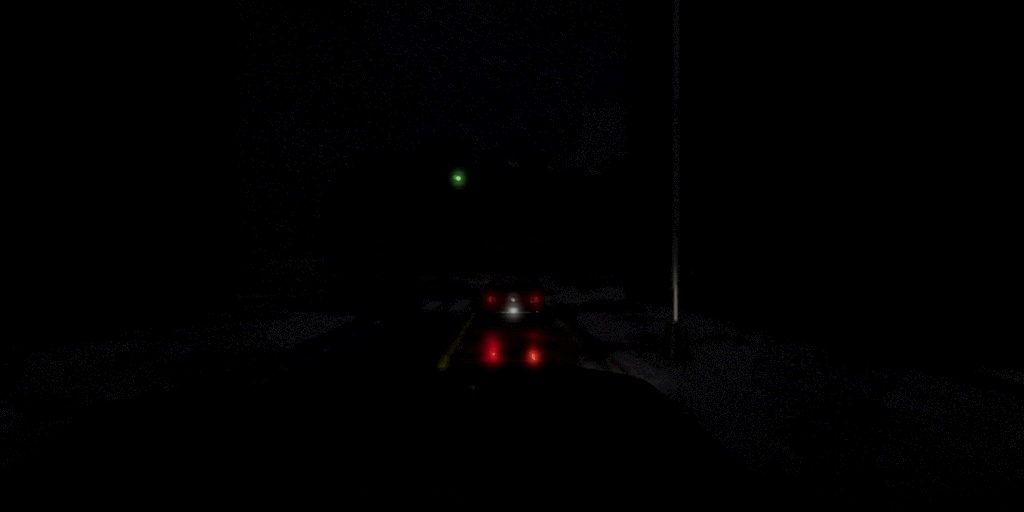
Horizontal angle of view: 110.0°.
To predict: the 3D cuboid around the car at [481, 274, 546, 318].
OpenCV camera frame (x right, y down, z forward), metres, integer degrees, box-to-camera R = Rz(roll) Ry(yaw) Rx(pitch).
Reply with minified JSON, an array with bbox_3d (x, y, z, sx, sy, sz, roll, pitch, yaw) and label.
[{"bbox_3d":[0.095,1.268,12.545,1.895,1.301,4.718,0,0,1],"label":"car"}]
